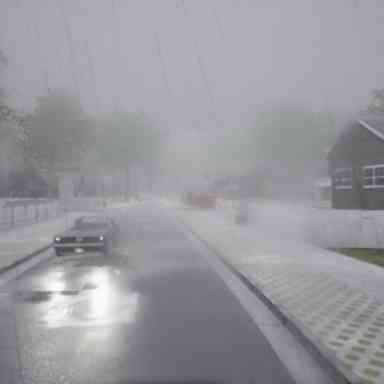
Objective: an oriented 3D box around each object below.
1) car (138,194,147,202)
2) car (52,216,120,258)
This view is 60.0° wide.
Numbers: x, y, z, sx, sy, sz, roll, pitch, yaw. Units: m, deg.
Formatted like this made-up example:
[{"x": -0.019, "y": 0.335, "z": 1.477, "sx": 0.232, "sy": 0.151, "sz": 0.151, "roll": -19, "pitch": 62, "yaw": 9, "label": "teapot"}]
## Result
[{"x": -12.776, "y": 1.953, "z": 85.327, "sx": 1.994, "sy": 1.385, "sz": 4.181, "roll": 0, "pitch": 0, "yaw": -7, "label": "car"}, {"x": -4.030, "y": 1.667, "z": 13.337, "sx": 1.895, "sy": 1.301, "sz": 4.718, "roll": 0, "pitch": 0, "yaw": -7, "label": "car"}]
